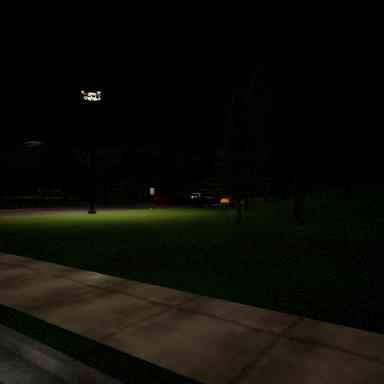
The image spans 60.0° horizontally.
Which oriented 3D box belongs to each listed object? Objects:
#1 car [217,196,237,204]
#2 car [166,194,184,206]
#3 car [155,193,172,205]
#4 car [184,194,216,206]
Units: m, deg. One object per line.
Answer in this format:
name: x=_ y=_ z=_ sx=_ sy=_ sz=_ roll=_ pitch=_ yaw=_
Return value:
car: x=7.225 y=1.478 z=62.062 sx=1.882 sy=1.535 sz=5.008 roll=0 pitch=0 yaw=36
car: x=-1.641 y=1.505 z=55.794 sx=1.837 sy=1.490 sz=4.892 roll=0 pitch=0 yaw=37
car: x=-4.150 y=1.221 z=58.277 sx=2.150 sy=2.045 sz=5.566 roll=0 pitch=0 yaw=36
car: x=1.397 y=1.478 z=54.010 sx=1.882 sy=1.535 sz=5.008 roll=0 pitch=0 yaw=37
